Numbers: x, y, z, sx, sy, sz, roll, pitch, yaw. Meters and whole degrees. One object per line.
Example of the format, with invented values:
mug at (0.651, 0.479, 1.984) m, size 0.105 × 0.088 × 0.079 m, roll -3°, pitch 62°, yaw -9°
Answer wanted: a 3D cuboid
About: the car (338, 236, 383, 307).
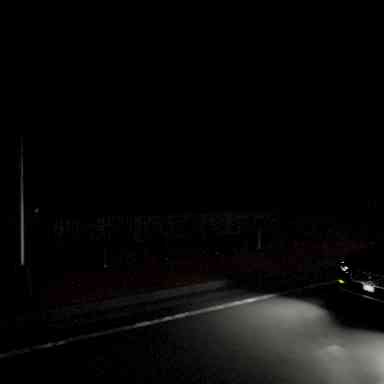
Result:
car at (5.136, 1.393, 6.965) m, size 4.892 × 1.490 × 1.837 m, roll 0°, pitch 1°, yaw -31°
